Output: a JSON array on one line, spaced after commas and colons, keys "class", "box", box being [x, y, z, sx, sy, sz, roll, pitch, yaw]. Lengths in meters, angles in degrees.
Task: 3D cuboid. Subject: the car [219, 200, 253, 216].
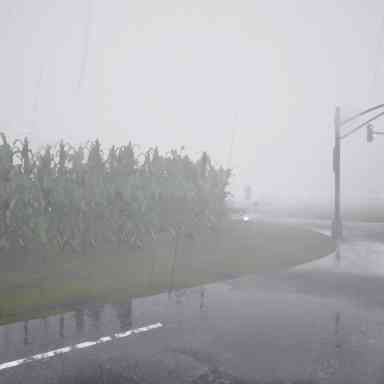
[{"class": "car", "box": [3.143, 1.501, 31.939, 2.033, 1.411, 5.357, 1, 0, -26]}]

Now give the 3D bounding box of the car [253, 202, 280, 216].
[{"class": "car", "box": [6.236, 1.594, 32.250, 1.895, 1.301, 4.718, 1, 0, -26]}]
